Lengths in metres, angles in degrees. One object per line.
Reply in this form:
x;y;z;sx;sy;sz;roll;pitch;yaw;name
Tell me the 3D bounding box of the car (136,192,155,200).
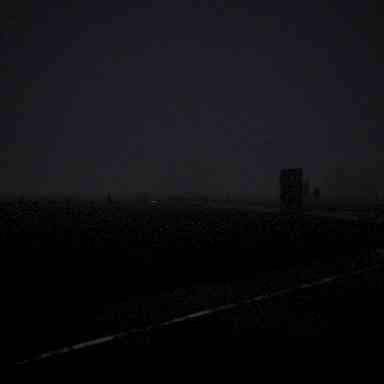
-8.188;0.670;58.086;2.128;1.511;4.902;-1;1;-35;car
